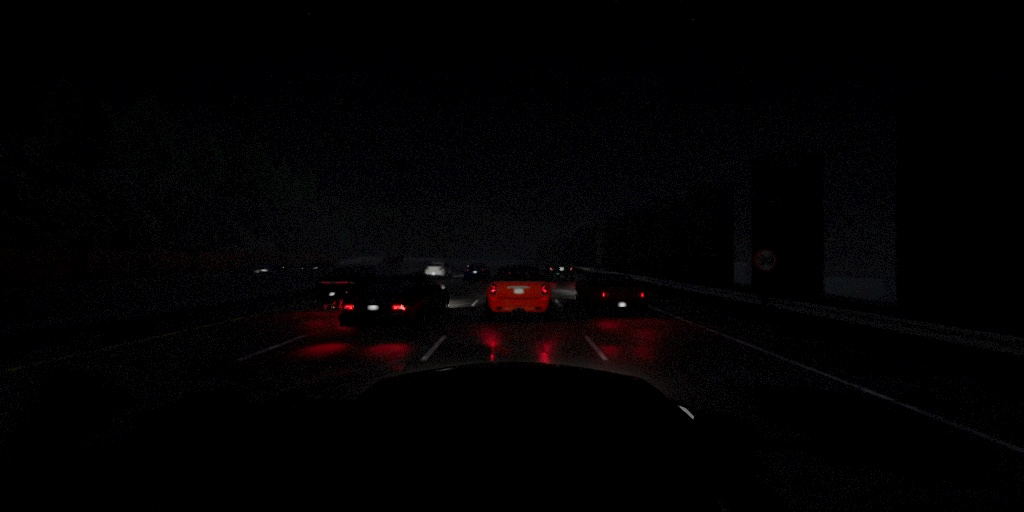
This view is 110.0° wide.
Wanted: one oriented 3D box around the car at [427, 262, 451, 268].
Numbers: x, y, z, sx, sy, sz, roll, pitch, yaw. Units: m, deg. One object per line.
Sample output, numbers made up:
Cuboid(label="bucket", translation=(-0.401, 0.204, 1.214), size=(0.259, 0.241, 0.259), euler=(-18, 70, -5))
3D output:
Cuboid(label="car", translation=(-6.536, 1.240, 32.094), size=(1.812, 1.442, 4.674), euler=(0, 0, 0))

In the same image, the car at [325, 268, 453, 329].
Cuboid(label="car", translation=(-3.288, 1.285, 11.111), size=(2.033, 1.411, 5.357), euler=(0, 0, 1))

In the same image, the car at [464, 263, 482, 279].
Cuboid(label="car", translation=(-3.029, 1.284, 31.516), size=(1.994, 1.385, 4.181), euler=(0, 0, 0))

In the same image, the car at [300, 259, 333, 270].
Cuboid(label="car", translation=(-20.729, 1.190, 38.558), size=(1.837, 1.490, 4.892), euler=(0, 0, 0))

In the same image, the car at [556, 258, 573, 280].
Cuboid(label="car", translation=(3.968, 1.084, 30.656), size=(2.097, 1.767, 4.553), euler=(0, 0, 0))

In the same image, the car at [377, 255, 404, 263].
Cuboid(label="car", translation=(-17.531, 0.899, 52.730), size=(2.150, 2.045, 5.566), euler=(0, 0, -2))

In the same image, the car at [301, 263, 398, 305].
Cuboid(label="car", translation=(-6.702, 1.218, 15.873), size=(2.128, 1.511, 4.902), euler=(0, 0, 1))

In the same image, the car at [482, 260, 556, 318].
Cuboid(label="car", translation=(0.247, 1.093, 13.084), size=(2.097, 1.767, 4.553), euler=(0, 0, 1))

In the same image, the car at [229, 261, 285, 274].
Cuboid(label="car", translation=(-24.210, 1.230, 34.342), size=(2.033, 1.411, 5.357), euler=(0, 0, 0))

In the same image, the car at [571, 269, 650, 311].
Cuboid(label="car", translation=(3.772, 1.347, 14.334), size=(1.895, 1.301, 4.718), euler=(0, 0, 1))
